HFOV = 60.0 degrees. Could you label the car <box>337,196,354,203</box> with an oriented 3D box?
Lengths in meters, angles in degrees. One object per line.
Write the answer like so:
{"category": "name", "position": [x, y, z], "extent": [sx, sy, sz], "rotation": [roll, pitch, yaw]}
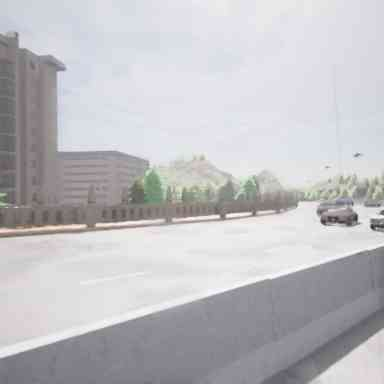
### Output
{"category": "car", "position": [28.884, 1.755, 62.818], "extent": [2.150, 2.045, 5.566], "rotation": [0, -1, 12]}

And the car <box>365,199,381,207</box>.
{"category": "car", "position": [31.256, 1.965, 57.517], "extent": [1.837, 1.490, 4.892], "rotation": [0, 0, 16]}

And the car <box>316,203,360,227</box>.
{"category": "car", "position": [11.083, 1.750, 24.829], "extent": [1.994, 1.385, 4.181], "rotation": [0, -1, 38]}

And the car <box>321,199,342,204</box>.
{"category": "car", "position": [14.969, 1.800, 36.548], "extent": [1.837, 1.490, 4.892], "rotation": [0, -1, 30]}

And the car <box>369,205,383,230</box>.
{"category": "car", "position": [12.885, 1.757, 21.420], "extent": [1.895, 1.301, 4.718], "rotation": [0, -1, 39]}
